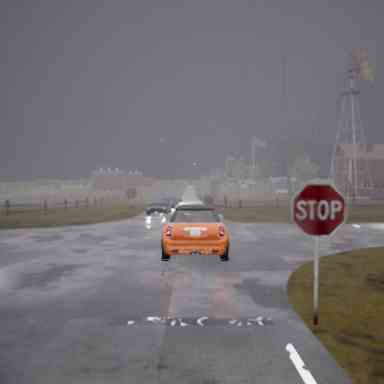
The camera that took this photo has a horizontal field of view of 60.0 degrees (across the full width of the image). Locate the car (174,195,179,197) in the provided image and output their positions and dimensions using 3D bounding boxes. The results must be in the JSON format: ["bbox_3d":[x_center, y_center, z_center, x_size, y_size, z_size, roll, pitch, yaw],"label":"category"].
[{"bbox_3d":[-2.857,1.264,39.282,1.994,1.385,4.181,0,0,0],"label":"car"}]

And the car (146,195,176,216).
[{"bbox_3d":[-2.897,1.293,29.986,2.033,1.411,5.357,0,0,1],"label":"car"}]

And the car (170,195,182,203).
[{"bbox_3d":[-2.817,1.239,59.085,1.994,1.385,4.181,0,0,0],"label":"car"}]

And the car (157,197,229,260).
[{"bbox_3d":[0.096,1.238,12.024,2.097,1.767,4.553,0,0,0],"label":"car"}]
